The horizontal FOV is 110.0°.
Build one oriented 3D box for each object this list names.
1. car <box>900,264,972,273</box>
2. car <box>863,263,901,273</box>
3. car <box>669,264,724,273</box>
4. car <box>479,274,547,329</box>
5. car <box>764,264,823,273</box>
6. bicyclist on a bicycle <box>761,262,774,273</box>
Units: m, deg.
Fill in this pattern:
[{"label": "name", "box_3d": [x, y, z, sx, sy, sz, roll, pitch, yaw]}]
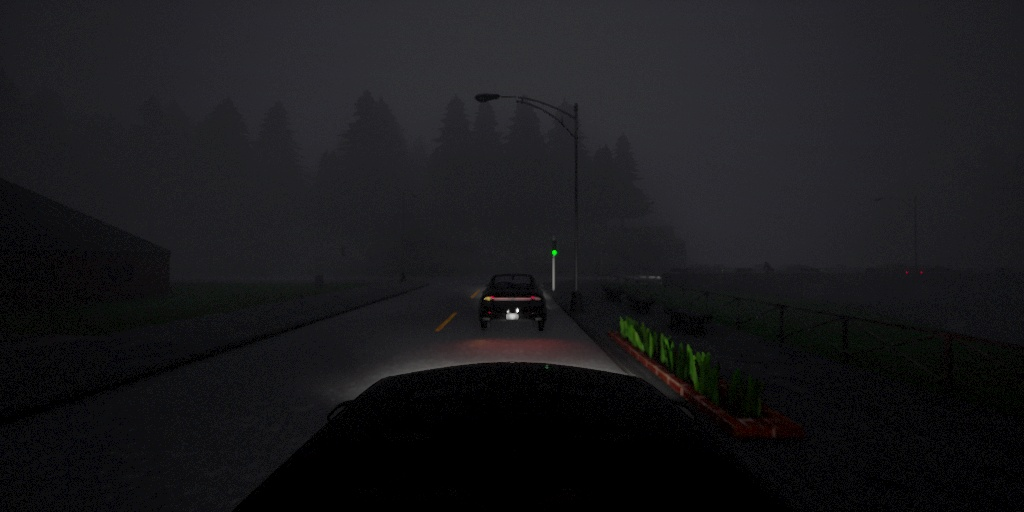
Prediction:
[{"label": "car", "box_3d": [40.414, 1.591, 33.997, 4.718, 1.301, 1.895, 0, 0, 0]}, {"label": "car", "box_3d": [40.291, 1.498, 38.076, 5.008, 1.535, 1.882, 0, 0, 0]}, {"label": "car", "box_3d": [19.524, 1.568, 38.124, 5.357, 1.411, 2.033, 0, 0, 0]}, {"label": "car", "box_3d": [0.031, 1.315, 11.466, 2.128, 1.511, 4.902, 0, 0, 1]}, {"label": "car", "box_3d": [29.823, 1.568, 38.109, 5.357, 1.411, 2.033, 0, 0, 0]}, {"label": "bicyclist on a bicycle", "box_3d": [21.179, 1.307, 29.725, 0.582, 1.620, 1.656, 0, -1, 0]}]
